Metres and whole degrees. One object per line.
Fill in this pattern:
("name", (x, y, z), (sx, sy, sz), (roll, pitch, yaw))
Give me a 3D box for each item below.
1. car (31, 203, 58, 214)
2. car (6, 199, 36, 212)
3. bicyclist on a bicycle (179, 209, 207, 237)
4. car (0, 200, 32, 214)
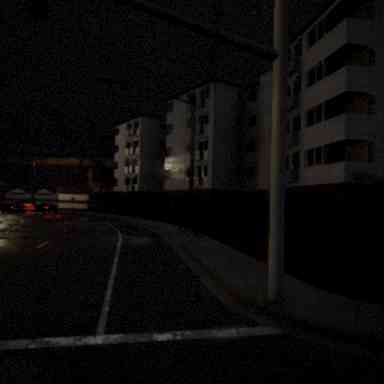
("car", (-19.348, 2.189, 44.213), (1.812, 1.442, 4.674), (3, -2, -43))
("car", (-25.832, 1.995, 50.247), (4.553, 1.767, 2.097), (1, -2, 35))
("bicyclist on a bicycle", (0.073, 1.841, 19.312), (1.656, 1.620, 0.582), (2, -2, -11))
("car", (-23.208, 2.075, 43.270), (5.357, 1.411, 2.033), (0, -2, 45))
